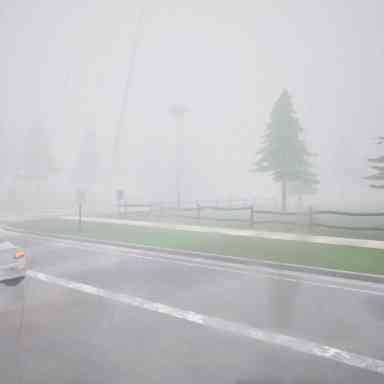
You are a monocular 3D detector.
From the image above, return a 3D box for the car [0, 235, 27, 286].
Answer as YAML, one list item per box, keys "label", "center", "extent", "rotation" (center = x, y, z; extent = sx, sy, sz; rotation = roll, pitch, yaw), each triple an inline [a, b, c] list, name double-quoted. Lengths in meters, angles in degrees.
- label: "car"
  center: [-5.847, 1.526, 8.114]
  extent: [4.674, 1.442, 1.812]
  rotation: [0, 0, 36]
